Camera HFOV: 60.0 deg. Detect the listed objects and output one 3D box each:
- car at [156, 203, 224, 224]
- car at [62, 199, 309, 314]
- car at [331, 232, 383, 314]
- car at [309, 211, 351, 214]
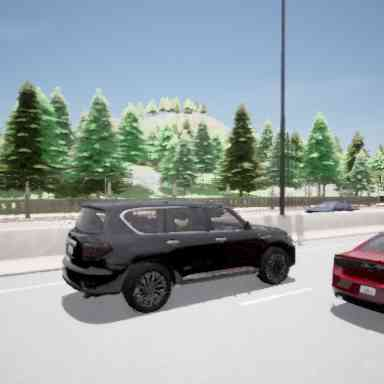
[{"bbox_3d":[-0.111,1.506,24.466,4.718,1.301,1.895,0,0,-31],"label":"car"},{"bbox_3d":[-0.046,1.190,7.763,5.566,2.045,2.150,0,0,-33],"label":"car"},{"bbox_3d":[4.979,1.466,6.773,5.008,1.535,1.882,0,0,-32],"label":"car"},{"bbox_3d":[11.664,1.478,27.523,5.357,1.411,2.033,0,0,-31],"label":"car"}]
